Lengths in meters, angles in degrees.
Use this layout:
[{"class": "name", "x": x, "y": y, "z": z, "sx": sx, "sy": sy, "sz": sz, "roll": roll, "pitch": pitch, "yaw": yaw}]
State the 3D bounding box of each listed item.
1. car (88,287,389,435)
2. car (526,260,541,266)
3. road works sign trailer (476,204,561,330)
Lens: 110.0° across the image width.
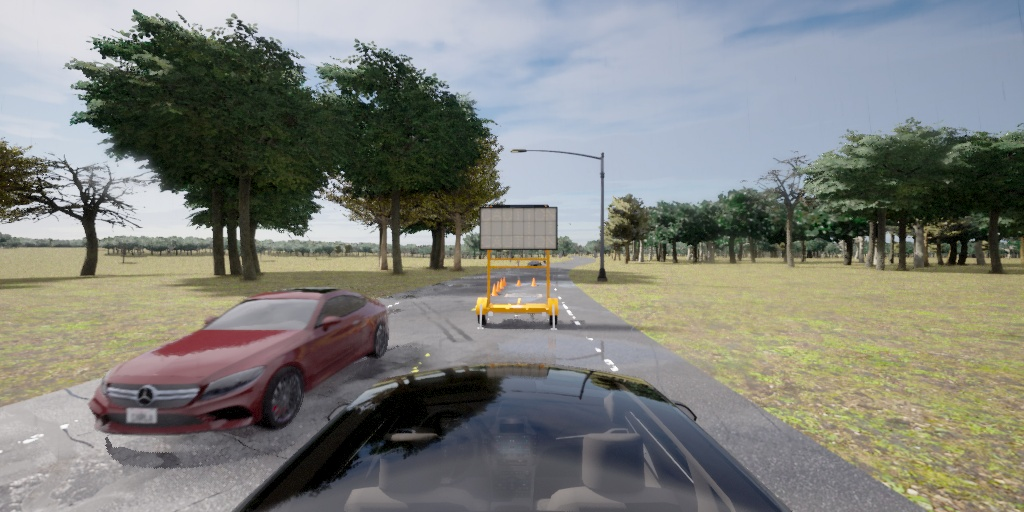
[{"class": "car", "x": -3.492, "y": 1.276, "z": 5.767, "sx": 1.812, "sy": 1.442, "sz": 4.674, "roll": 0, "pitch": 0, "yaw": 1}, {"class": "car", "x": 3.782, "y": 1.378, "z": 61.978, "sx": 1.994, "sy": 1.385, "sz": 4.181, "roll": 0, "pitch": 0, "yaw": 13}, {"class": "road works sign trailer", "x": 0.202, "y": 0.218, "z": 11.150, "sx": 2.380, "sy": 3.560, "sz": 2.880, "roll": 0, "pitch": 0, "yaw": 3}]
